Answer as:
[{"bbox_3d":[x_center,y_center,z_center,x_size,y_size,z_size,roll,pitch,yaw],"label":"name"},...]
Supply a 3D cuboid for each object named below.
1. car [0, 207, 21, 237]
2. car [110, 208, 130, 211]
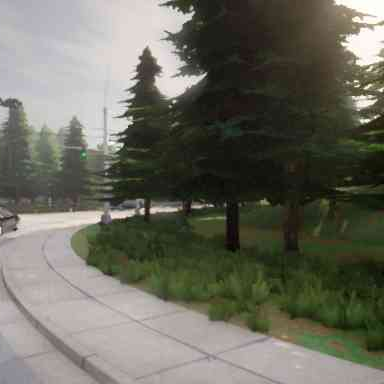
[{"bbox_3d":[-10.747,1.538,17.814,1.837,1.490,4.892,0,0,-12],"label":"car"},{"bbox_3d":[-8.272,1.575,41.560,2.128,1.511,4.902,0,0,34],"label":"car"}]
